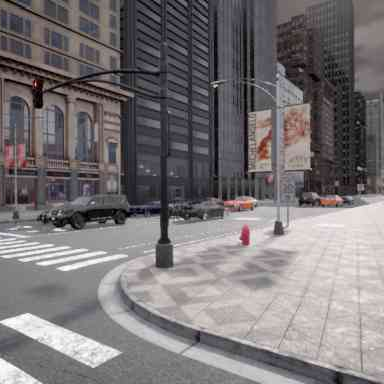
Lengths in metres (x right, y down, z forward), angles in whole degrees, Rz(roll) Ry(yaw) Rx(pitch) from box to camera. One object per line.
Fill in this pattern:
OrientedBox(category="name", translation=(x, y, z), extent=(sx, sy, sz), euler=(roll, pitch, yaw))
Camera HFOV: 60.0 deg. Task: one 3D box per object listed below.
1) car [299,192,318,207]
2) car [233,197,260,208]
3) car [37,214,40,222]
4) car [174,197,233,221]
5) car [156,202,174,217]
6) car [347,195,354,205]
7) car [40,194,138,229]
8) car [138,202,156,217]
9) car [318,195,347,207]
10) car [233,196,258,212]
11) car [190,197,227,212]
OrientedBox(category="car", translation=(17.661, 1.084, 49.483), extent=(2.150, 2.045, 5.566), euler=(-1, 0, 36))
OrientedBox(category="car", translation=(7.760, 1.445, 47.050), extent=(1.812, 1.442, 4.674), euler=(-1, 0, 36))
OrientedBox(category="car", translation=(-8.815, 1.550, 23.862), extent=(1.994, 1.385, 4.181), euler=(-1, 0, 36))
OrientedBox(category="car", translation=(1.054, 1.424, 26.232), extent=(1.837, 1.490, 4.892), euler=(0, 0, 36))
OrientedBox(category="car", translation=(-0.510, 1.485, 29.919), extent=(2.033, 1.411, 5.357), euler=(-1, 0, 35))
OrientedBox(category="car", translation=(25.364, 1.331, 54.690), extent=(1.837, 1.490, 4.892), euler=(-1, 0, 36))
OrientedBox(category="car", translation=(-6.461, 1.186, 21.572), extent=(2.150, 2.045, 5.566), euler=(-1, 0, 35))
OrientedBox(category="car", translation=(-3.738, 1.565, 30.991), extent=(1.895, 1.301, 4.718), euler=(-1, 0, 35))
OrientedBox(category="car", translation=(19.974, 1.188, 47.129), extent=(2.097, 1.767, 4.553), euler=(-1, 0, 36))
OrientedBox(category="car", translation=(5.412, 1.265, 38.188), extent=(2.097, 1.767, 4.553), euler=(-1, 0, 36))
OrientedBox(category="car", translation=(1.983, 1.418, 39.007), extent=(1.882, 1.535, 5.008), euler=(-1, 0, 36))
